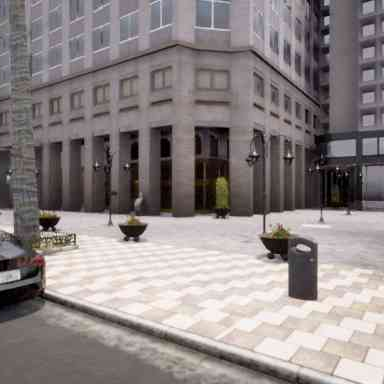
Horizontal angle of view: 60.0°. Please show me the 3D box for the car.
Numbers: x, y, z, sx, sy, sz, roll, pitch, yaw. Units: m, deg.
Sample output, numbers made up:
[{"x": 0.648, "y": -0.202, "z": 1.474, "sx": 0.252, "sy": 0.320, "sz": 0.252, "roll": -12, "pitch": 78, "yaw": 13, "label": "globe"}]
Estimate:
[{"x": -5.085, "y": 1.513, "z": 7.118, "sx": 4.786, "sy": 1.482, "sz": 2.161, "roll": 0, "pitch": 0, "yaw": 35, "label": "car"}]
